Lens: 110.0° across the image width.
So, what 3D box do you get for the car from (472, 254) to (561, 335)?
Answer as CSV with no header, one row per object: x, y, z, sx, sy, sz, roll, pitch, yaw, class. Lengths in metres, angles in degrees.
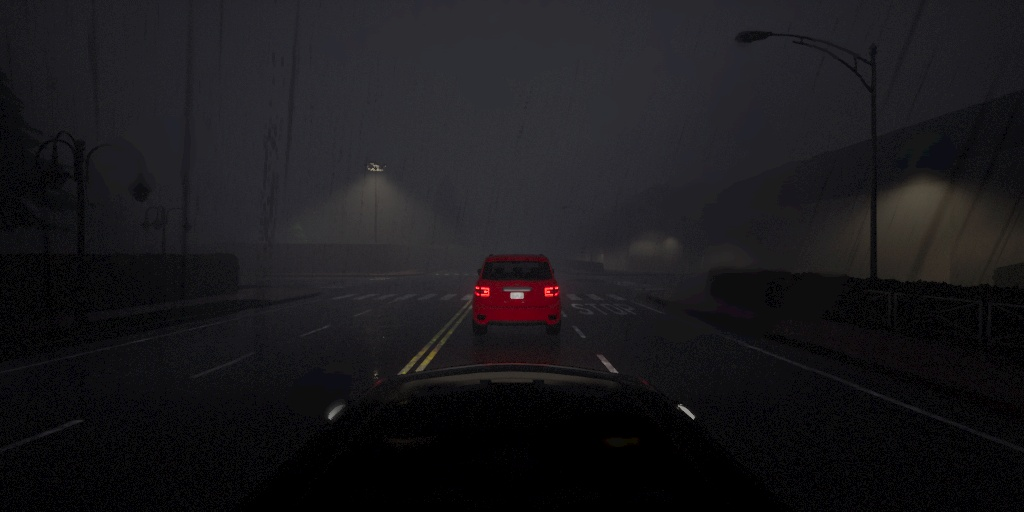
0.118,0.971,10.613,2.150,2.045,5.566,0,0,0,car

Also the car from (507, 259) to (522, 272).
0.353,1.224,46.377,1.882,1.535,5.008,0,0,1,car
